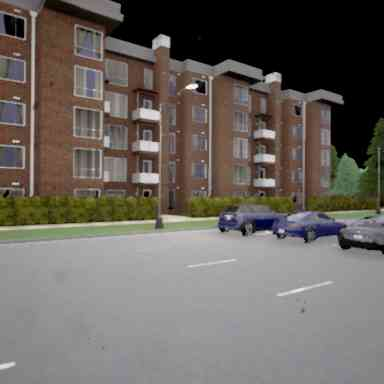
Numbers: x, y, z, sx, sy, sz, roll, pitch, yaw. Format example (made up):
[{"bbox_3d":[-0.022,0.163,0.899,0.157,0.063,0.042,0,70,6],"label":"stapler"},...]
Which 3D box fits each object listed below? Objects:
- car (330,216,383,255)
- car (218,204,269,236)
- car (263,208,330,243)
[{"bbox_3d":[7.972,1.700,13.859,4.181,1.385,1.994,1,0,-35],"label":"car"},{"bbox_3d":[3.737,1.484,19.439,4.553,1.767,2.097,1,-1,-35],"label":"car"},{"bbox_3d":[6.018,1.662,16.764,4.674,1.442,1.812,0,0,-35],"label":"car"}]
